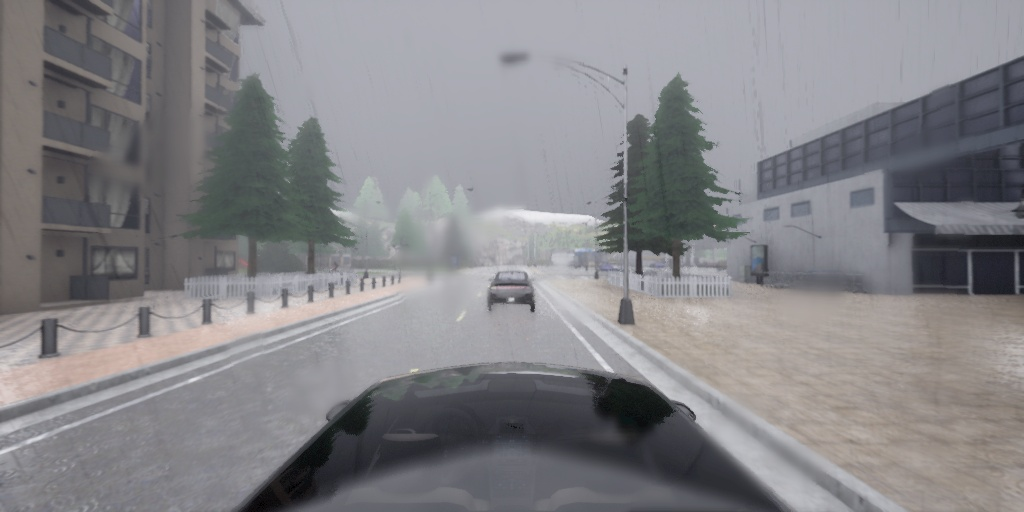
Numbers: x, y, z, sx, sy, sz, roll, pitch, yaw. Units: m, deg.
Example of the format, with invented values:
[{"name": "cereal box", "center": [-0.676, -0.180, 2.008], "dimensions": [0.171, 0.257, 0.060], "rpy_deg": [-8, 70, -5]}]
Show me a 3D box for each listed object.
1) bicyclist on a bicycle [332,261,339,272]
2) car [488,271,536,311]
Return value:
[{"name": "bicyclist on a bicycle", "center": [-21.827, 1.484, 44.323], "dimensions": [0.582, 1.620, 1.656], "rpy_deg": [0, 0, 1]}, {"name": "car", "center": [0.003, 1.387, 15.347], "dimensions": [2.128, 1.511, 4.902], "rpy_deg": [0, 0, 0]}]
